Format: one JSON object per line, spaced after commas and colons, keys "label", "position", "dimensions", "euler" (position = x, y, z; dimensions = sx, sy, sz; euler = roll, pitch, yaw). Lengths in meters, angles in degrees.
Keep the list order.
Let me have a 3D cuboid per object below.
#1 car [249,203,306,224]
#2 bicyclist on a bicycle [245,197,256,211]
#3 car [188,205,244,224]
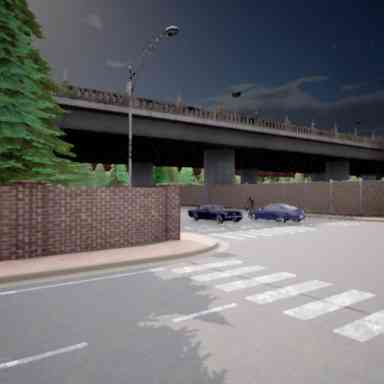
{"label": "car", "position": [6.356, 1.572, 25.179], "dimensions": [1.812, 1.442, 4.674], "euler": [0, 0, -34]}
{"label": "bicyclist on a bicycle", "position": [6.579, 1.343, 37.489], "dimensions": [1.656, 1.620, 0.582], "euler": [0, 0, -35]}
{"label": "car", "position": [1.728, 1.648, 25.357], "dimensions": [1.895, 1.301, 4.718], "euler": [0, 0, -35]}
